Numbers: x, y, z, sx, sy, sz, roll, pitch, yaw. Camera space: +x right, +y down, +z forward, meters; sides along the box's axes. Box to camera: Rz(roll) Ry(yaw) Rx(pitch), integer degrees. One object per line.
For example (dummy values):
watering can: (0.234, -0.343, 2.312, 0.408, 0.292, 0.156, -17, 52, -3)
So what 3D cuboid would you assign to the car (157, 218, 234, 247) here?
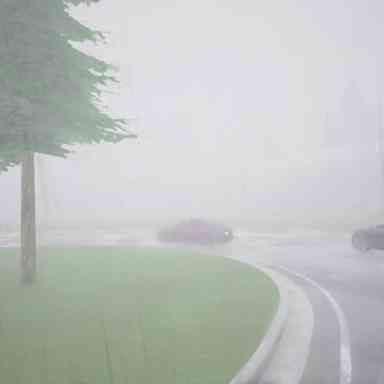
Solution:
car: (0.118, 2.095, 17.880, 4.181, 1.385, 1.994, -2, -2, 37)

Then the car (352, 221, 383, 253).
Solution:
car: (8.082, 1.695, 12.444, 2.128, 1.511, 4.902, -1, -2, -11)
